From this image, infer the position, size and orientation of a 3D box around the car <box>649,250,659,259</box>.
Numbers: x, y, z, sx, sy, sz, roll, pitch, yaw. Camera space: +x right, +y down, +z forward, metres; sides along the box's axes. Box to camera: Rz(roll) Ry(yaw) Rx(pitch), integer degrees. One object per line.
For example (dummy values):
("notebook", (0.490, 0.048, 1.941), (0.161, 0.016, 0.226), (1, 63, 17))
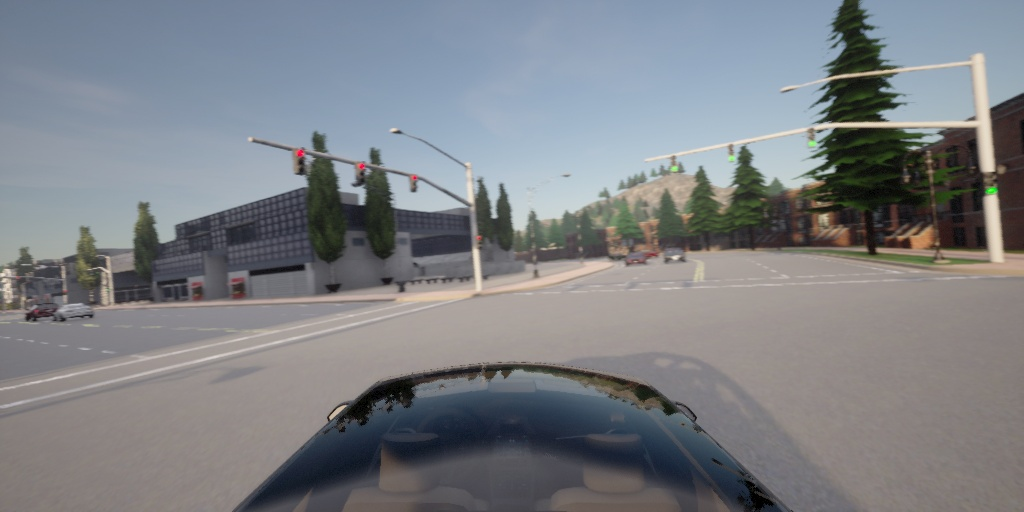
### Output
("car", (19.168, -0.213, 50.626), (1.895, 1.301, 4.718), (-5, 0, 2))

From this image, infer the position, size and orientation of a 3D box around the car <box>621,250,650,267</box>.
("car", (12.549, 0.300, 36.246), (1.994, 1.385, 4.181), (-5, 0, 22))

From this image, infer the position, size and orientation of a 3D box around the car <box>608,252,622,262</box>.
("car", (15.682, 0.119, 52.906), (1.895, 1.301, 4.718), (-5, 0, -1))

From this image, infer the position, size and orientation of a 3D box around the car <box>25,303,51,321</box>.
("car", (-49.549, 5.833, 37.980), (4.553, 1.767, 2.097), (-6, 0, 29))

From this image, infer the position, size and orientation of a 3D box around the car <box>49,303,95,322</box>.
("car", (-40.221, 5.125, 32.905), (4.674, 1.442, 1.812), (-5, 0, 29))

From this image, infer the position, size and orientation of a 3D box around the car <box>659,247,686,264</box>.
("car", (15.768, -0.076, 34.907), (2.128, 1.511, 4.902), (-5, 0, 22))
